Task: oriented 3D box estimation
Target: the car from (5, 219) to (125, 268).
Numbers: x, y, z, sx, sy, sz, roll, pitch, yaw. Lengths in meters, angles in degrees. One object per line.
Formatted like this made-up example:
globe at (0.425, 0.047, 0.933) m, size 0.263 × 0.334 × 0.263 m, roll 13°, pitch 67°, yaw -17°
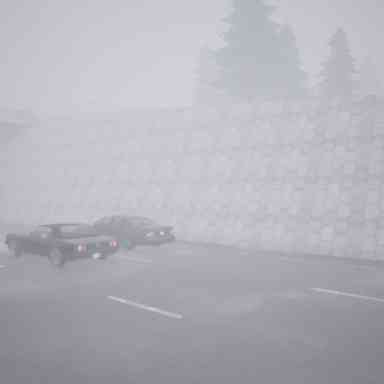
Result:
car at (-4.805, 1.753, 11.974) m, size 4.718 × 1.301 × 1.895 m, roll 0°, pitch -1°, yaw 38°

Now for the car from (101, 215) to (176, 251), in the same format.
car at (-3.229, 1.750, 15.178) m, size 5.357 × 1.411 × 2.033 m, roll 0°, pitch -1°, yaw 38°
